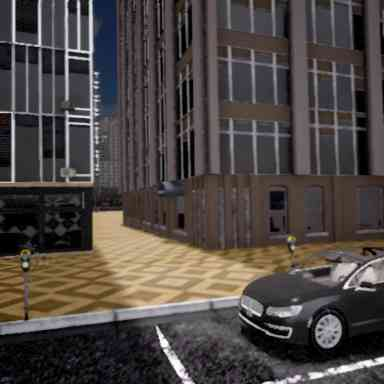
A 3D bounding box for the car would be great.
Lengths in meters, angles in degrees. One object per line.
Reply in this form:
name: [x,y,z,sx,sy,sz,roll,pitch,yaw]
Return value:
car: [2.991,1.723,6.095,4.403,1.369,2.008,0,-2,-19]
